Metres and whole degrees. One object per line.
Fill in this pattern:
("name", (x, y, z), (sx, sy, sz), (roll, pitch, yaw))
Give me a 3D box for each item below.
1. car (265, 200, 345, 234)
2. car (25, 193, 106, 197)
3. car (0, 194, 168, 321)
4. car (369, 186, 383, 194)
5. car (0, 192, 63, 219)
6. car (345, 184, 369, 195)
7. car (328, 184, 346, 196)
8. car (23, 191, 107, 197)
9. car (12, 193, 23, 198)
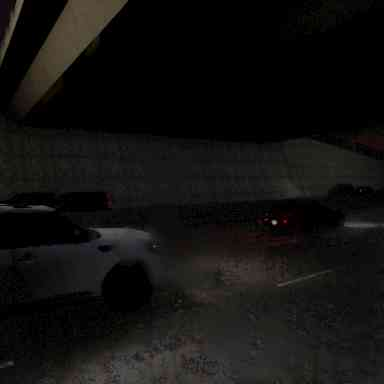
("car", (5.571, 1.123, 16.335), (4.674, 1.442, 1.812), (-2, 1, -36))
("car", (-7.343, 1.188, 20.251), (4.553, 1.767, 2.097), (-2, 1, -35))
("car", (-3.149, 1.201, 5.800), (5.566, 2.045, 2.150), (-2, 1, -35))
("car", (29.472, -0.014, 50.731), (4.674, 1.442, 1.812), (-2, 1, -35))
("car", (-14.181, 1.084, 28.269), (5.566, 2.045, 2.150), (-2, 1, -35))
("car", (27.355, -0.191, 53.523), (4.553, 1.767, 2.097), (-2, 1, -35))
("car", (25.408, -0.337, 56.429), (5.566, 2.045, 2.150), (-2, 1, -35))
("car", (-8.577, 1.029, 23.669), (5.566, 2.045, 2.150), (-2, 1, -35))
("car", (-12.098, 1.212, 25.457), (4.553, 1.767, 2.097), (-2, 1, -35))
